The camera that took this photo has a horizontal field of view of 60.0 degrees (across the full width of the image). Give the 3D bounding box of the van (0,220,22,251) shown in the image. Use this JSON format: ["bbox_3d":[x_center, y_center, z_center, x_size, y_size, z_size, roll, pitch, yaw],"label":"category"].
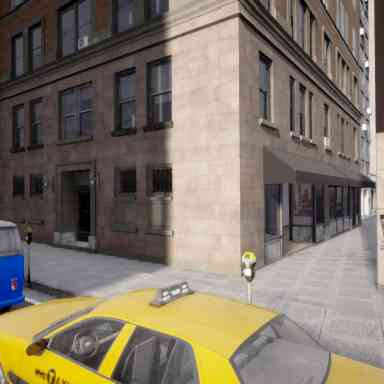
[{"bbox_3d":[-4.865,1.342,6.344,3.998,1.788,1.690,0,-1,36],"label":"van"}]

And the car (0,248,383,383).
[{"bbox_3d":[-0.391,1.526,3.139,4.829,1.417,1.752,0,-1,36],"label":"car"}]
